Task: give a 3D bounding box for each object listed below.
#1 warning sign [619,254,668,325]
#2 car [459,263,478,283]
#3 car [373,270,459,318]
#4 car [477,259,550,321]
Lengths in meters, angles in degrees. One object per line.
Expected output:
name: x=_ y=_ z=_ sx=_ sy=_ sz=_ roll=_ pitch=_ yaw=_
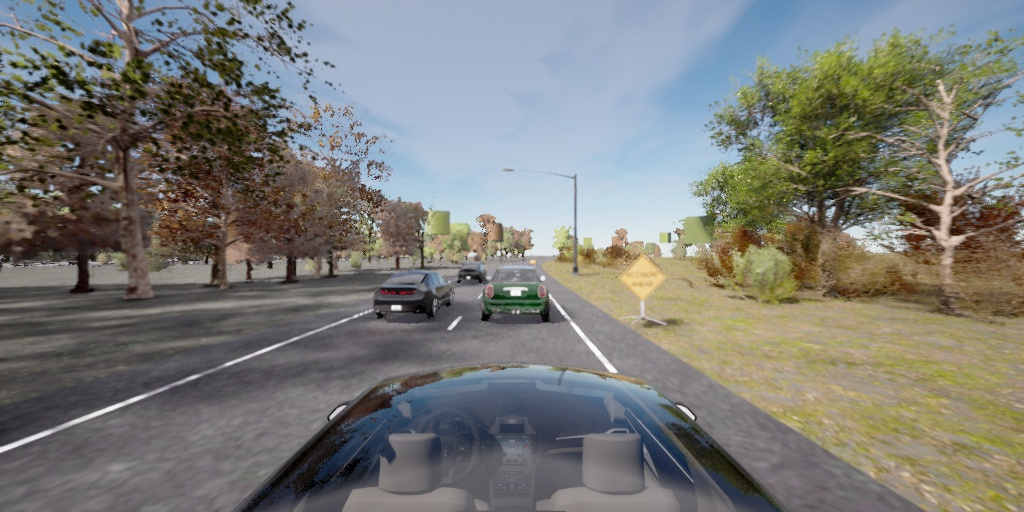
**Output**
warning sign: x=3.585 y=0.874 z=9.840 sx=1.300 sy=1.860 sz=1.060 roll=0 pitch=0 yaw=1
car: x=-3.029 y=1.276 z=28.071 sx=1.837 sy=1.490 sz=4.892 roll=0 pitch=0 yaw=2
car: x=-3.346 y=1.263 z=12.934 sx=1.837 sy=1.490 sz=4.892 roll=0 pitch=0 yaw=1
car: x=0.150 y=1.110 z=12.696 sx=2.097 sy=1.767 sz=4.553 roll=0 pitch=0 yaw=1
